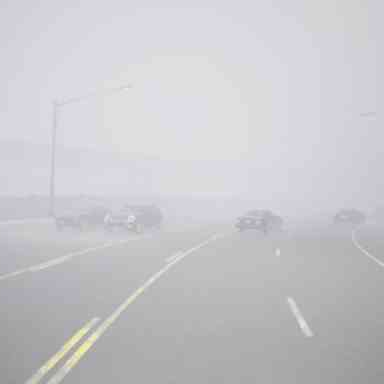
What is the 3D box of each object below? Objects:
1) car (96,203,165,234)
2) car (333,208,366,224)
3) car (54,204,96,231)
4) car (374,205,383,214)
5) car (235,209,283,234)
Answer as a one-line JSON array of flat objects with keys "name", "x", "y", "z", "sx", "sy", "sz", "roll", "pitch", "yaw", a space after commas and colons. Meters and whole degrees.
[{"name": "car", "x": -3.441, "y": 1.479, "z": 20.413, "sx": 2.097, "sy": 1.767, "sz": 4.553, "roll": 1, "pitch": -1, "yaw": 20}, {"name": "car", "x": 14.349, "y": 2.125, "z": 30.191, "sx": 1.994, "sy": 1.385, "sz": 4.181, "roll": 0, "pitch": -1, "yaw": 40}, {"name": "car", "x": -6.708, "y": 1.553, "z": 21.681, "sx": 1.882, "sy": 1.535, "sz": 5.008, "roll": 1, "pitch": -1, "yaw": 20}, {"name": "car", "x": 28.381, "y": 2.596, "z": 48.529, "sx": 4.181, "sy": 1.385, "sz": 1.994, "roll": 2, "pitch": -2, "yaw": -38}, {"name": "car", "x": 4.513, "y": 1.855, "z": 21.878, "sx": 2.033, "sy": 1.411, "sz": 5.357, "roll": 1, "pitch": -1, "yaw": 28}]
